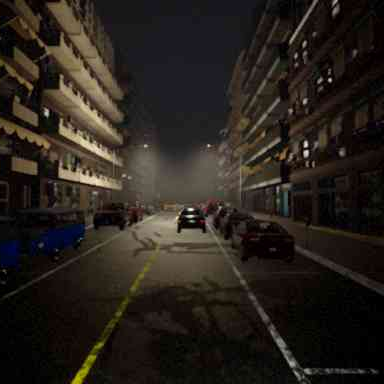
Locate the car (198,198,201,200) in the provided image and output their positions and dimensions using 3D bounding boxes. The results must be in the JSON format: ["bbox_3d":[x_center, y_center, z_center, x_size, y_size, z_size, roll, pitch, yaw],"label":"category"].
[{"bbox_3d":[2.128,2.232,67.920,2.192,1.841,5.009,1,-1,0],"label":"car"}]

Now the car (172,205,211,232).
[{"bbox_3d":[-0.038,1.823,22.224,2.033,1.411,5.357,0,-1,0],"label":"car"}]

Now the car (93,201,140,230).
[{"bbox_3d":[-5.434,1.621,23.685,2.192,1.841,5.009,1,-1,0],"label":"car"}]

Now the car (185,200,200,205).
[{"bbox_3d":[-0.159,2.041,41.857,1.837,1.490,4.892,0,-1,0],"label":"car"}]

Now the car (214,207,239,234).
[{"bbox_3d":[2.477,1.763,18.141,1.887,1.381,4.507,1,-1,0],"label":"car"}]

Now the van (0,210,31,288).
[{"bbox_3d":[-5.327,1.438,7.093,1.690,1.788,3.998,1,-1,0],"label":"van"}]

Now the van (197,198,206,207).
[{"bbox_3d":[2.092,2.345,73.451,1.690,1.788,3.998,1,-1,0],"label":"van"}]

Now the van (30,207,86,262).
[{"bbox_3d":[-5.364,1.506,12.625,1.690,1.788,3.998,1,-1,0],"label":"van"}]

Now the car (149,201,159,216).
[{"bbox_3d":[-5.546,2.093,40.272,1.947,1.339,4.313,1,-1,0],"label":"car"}]

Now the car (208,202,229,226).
[{"bbox_3d":[2.452,1.729,23.673,1.967,1.590,4.097,1,-1,0],"label":"car"}]

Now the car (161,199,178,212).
[{"bbox_3d":[-3.055,2.125,49.196,1.882,1.535,5.008,0,-1,0],"label":"car"}]

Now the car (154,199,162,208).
[{"bbox_3d":[-5.647,2.080,56.863,2.192,1.841,5.009,1,-1,0],"label":"car"}]

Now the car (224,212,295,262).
[{"bbox_3d":[2.513,1.693,12.611,1.887,1.381,4.507,1,-1,0],"label":"car"}]

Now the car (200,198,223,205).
[{"bbox_3d":[2.342,1.750,34.735,2.192,1.841,5.009,1,-1,0],"label":"car"}]

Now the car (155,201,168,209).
[{"bbox_3d":[-5.688,2.393,62.391,1.887,1.381,4.507,1,-1,0],"label":"car"}]

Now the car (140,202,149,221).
[{"bbox_3d":[-5.469,1.694,29.214,2.192,1.841,5.009,1,-1,0],"label":"car"}]

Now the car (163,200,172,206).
[{"bbox_3d":[-5.795,2.692,78.982,1.802,1.307,4.206,1,-1,0],"label":"car"}]

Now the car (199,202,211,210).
[{"bbox_3d":[2.194,2.330,56.855,1.802,1.307,4.206,1,-1,0],"label":"car"}]
